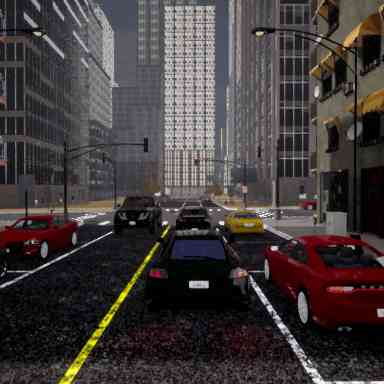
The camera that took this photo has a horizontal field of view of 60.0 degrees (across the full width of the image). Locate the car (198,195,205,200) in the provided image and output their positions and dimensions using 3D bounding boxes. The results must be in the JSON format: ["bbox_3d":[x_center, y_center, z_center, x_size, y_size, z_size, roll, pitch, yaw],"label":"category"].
[{"bbox_3d":[2.787,1.582,94.781,1.802,1.307,4.206,-1,0,0],"label":"car"}]

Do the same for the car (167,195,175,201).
[{"bbox_3d":[-5.600,1.544,89.230,1.887,1.381,4.507,-1,0,0],"label":"car"}]

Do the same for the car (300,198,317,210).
[{"bbox_3d":[14.292,1.256,37.009,4.507,1.381,1.887,-1,1,0],"label":"car"}]

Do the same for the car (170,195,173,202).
[{"bbox_3d":[-5.627,1.312,66.993,2.192,1.841,5.009,-1,0,0],"label":"car"}]

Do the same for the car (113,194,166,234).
[{"bbox_3d":[-2.981,1.204,19.420,2.150,2.045,5.566,0,0,0],"label":"car"}]

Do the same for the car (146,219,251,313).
[{"bbox_3d":[0.112,1.563,7.734,1.994,1.385,4.181,0,0,0],"label":"car"}]

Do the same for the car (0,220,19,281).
[{"bbox_3d":[-5.692,1.439,6.873,1.967,1.590,4.097,-1,0,0],"label":"car"}]

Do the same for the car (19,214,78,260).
[{"bbox_3d":[-5.685,1.543,12.397,1.887,1.381,4.507,-1,0,0],"label":"car"}]

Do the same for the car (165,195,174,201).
[{"bbox_3d":[-5.608,1.524,83.501,1.752,1.417,4.829,-1,0,0],"label":"car"}]

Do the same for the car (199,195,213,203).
[{"bbox_3d":[2.748,1.437,61.423,1.967,1.590,4.097,-1,0,0],"label":"car"}]

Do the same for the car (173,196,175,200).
[{"bbox_3d":[-5.621,1.313,72.553,2.192,1.841,5.009,-1,0,0],"label":"car"}]

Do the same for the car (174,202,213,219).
[{"bbox_3d":[0.096,1.503,17.719,1.837,1.490,4.892,0,0,-1],"label":"car"}]

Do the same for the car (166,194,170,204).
[{"bbox_3d":[-5.631,1.542,61.433,1.887,1.381,4.507,-1,0,0],"label":"car"}]

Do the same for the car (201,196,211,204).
[{"bbox_3d":[2.755,1.523,67.152,1.752,1.417,4.829,-1,0,0],"label":"car"}]

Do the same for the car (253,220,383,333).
[{"bbox_3d":[2.690,1.544,6.850,1.887,1.381,4.507,-1,0,0],"label":"car"}]

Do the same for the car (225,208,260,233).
[{"bbox_3d":[2.701,1.523,18.067,1.752,1.417,4.829,-1,0,0],"label":"car"}]
